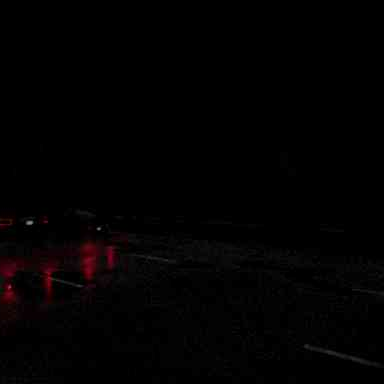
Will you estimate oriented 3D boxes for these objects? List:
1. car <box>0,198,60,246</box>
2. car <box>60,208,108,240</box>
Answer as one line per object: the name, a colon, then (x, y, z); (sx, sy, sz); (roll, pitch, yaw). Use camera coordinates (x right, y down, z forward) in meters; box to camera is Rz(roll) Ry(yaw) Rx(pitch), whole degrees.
car: (-8.293, 1.255, 14.084); (5.566, 2.045, 2.150); (0, 0, 36)
car: (-6.236, 1.530, 16.916); (4.674, 1.442, 1.812); (0, 0, 36)
